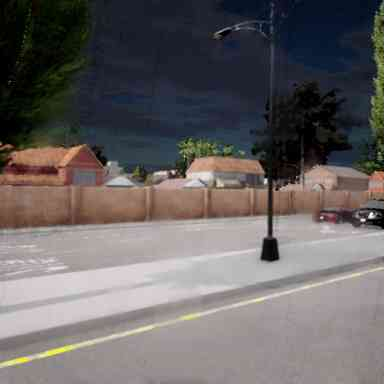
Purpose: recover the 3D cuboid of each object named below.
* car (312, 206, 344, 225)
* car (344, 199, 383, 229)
[{"bbox_3d":[11.325,1.769,26.026,4.181,1.385,1.994,1,0,-35],"label":"car"},{"bbox_3d":[13.330,1.498,23.156,5.566,2.045,2.150,1,0,-35],"label":"car"}]
